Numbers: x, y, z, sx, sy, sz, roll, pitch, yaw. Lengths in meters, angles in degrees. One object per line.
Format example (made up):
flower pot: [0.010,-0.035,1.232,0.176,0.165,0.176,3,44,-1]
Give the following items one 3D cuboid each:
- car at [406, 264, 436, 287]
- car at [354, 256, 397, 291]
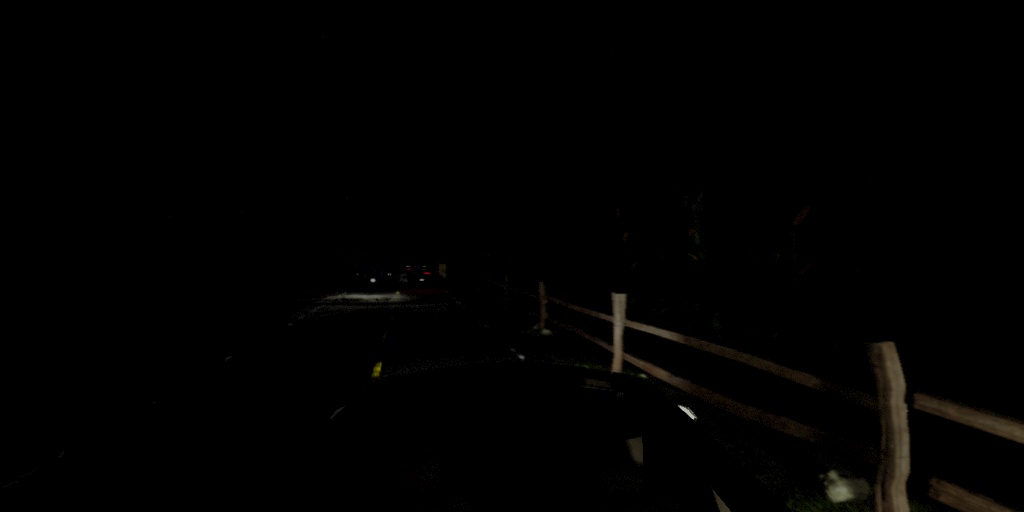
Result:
car: [-6.629,1.378,26.115,2.128,1.511,4.902,1,-1,-16]
car: [-8.734,1.045,23.196,2.150,2.045,5.566,1,-1,-17]
